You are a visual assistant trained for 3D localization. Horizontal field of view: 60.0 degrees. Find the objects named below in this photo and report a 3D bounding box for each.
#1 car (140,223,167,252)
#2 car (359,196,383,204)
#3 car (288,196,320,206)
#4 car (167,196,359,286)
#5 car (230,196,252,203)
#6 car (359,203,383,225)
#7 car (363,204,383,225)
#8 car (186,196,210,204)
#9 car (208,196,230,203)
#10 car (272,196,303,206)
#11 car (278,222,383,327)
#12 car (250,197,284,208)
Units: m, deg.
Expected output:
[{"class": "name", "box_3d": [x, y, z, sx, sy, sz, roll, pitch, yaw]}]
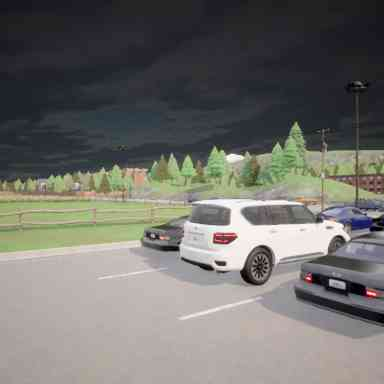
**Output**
[{"class": "car", "box_3d": [0.694, 1.547, 12.860, 5.357, 1.411, 2.033, 0, 0, -36]}, {"class": "car", "box_3d": [20.146, 1.547, 38.041, 2.033, 1.411, 5.357, 0, 0, -43]}, {"class": "car", "box_3d": [18.992, 1.477, 56.767, 1.882, 1.535, 5.008, 0, 0, -36]}, {"class": "car", "box_3d": [2.275, 1.221, 9.689, 5.566, 2.045, 2.150, 0, 0, -35]}, {"class": "car", "box_3d": [10.081, 1.524, 69.058, 1.812, 1.442, 4.674, 0, 0, -36]}, {"class": "car", "box_3d": [8.475, 1.526, 18.460, 4.674, 1.442, 1.812, 0, 0, -36]}, {"class": "car", "box_3d": [10.340, 1.478, 15.498, 5.008, 1.535, 1.882, 0, 0, -35]}, {"class": "car", "box_3d": [1.108, 1.493, 63.432, 2.128, 1.511, 4.902, 0, 0, -36]}, {"class": "car", "box_3d": [5.575, 1.525, 69.280, 1.812, 1.442, 4.674, 0, 0, -36]}, {"class": "car", "box_3d": [15.803, 1.506, 55.191, 1.837, 1.490, 4.892, 0, 0, -36]}, {"class": "car", "box_3d": [4.392, 1.547, 6.898, 5.357, 1.411, 2.033, 0, 0, -36]}, {"class": "car", "box_3d": [11.112, 1.477, 49.741, 1.882, 1.535, 5.008, 0, 0, -36]}]
